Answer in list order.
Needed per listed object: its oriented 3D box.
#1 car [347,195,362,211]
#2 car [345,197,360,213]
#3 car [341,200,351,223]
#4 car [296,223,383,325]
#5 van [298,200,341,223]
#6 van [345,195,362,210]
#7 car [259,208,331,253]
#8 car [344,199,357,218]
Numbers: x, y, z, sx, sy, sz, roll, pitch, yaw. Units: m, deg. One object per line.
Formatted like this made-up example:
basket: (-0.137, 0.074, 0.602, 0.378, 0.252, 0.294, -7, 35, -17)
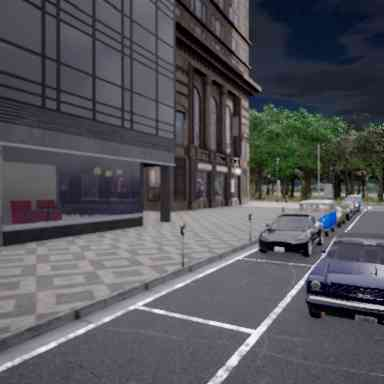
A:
car: (17.453, 1.386, 36.656, 1.967, 1.590, 4.097, 0, 0, 30)
car: (14.679, 1.478, 31.783, 1.752, 1.417, 4.829, 0, 0, 30)
car: (9.299, 1.492, 22.332, 1.752, 1.417, 4.829, 0, 0, 30)
car: (3.690, 1.588, 6.892, 1.895, 1.301, 4.718, 0, 0, 30)
van: (6.693, 1.315, 17.754, 1.690, 1.788, 3.998, 0, 0, 30)
van: (20.143, 1.280, 41.382, 1.690, 1.788, 3.998, 0, 0, 30)
car: (4.004, 1.548, 13.029, 1.947, 1.339, 4.313, 0, 0, 30)
car: (12.073, 1.525, 27.205, 1.947, 1.339, 4.313, 0, 0, 30)
